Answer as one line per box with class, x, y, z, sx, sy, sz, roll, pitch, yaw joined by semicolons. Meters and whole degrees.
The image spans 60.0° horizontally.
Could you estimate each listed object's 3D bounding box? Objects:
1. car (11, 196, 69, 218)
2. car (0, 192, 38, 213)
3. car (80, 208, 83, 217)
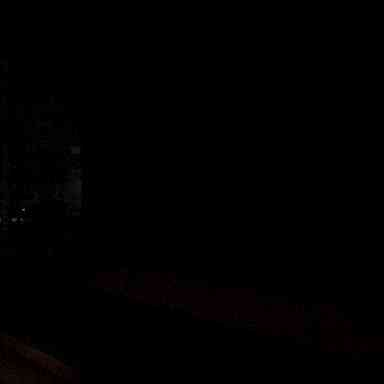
car;-12.763;1.368;28.338;1.812;1.442;4.674;0;0;34
car;-16.205;1.043;29.445;2.150;2.045;5.566;0;0;35
car;-5.907;1.432;25.628;2.033;1.411;5.357;0;0;35
